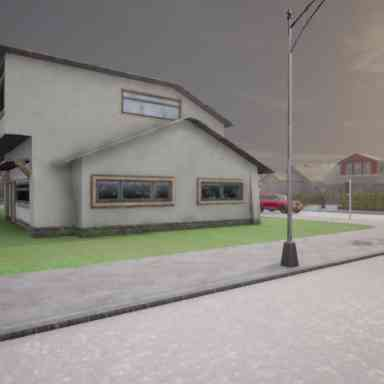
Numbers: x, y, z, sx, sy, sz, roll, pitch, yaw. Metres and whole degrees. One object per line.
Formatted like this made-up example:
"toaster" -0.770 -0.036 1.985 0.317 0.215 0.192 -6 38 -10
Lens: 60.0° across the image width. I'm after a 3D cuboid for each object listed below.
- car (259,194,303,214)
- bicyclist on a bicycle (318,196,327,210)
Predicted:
"car" 9.039 1.219 35.390 2.150 2.045 5.566 0 0 -35
"bicyclist on a bicycle" 15.828 1.346 40.329 1.656 1.620 0.582 0 0 -35
